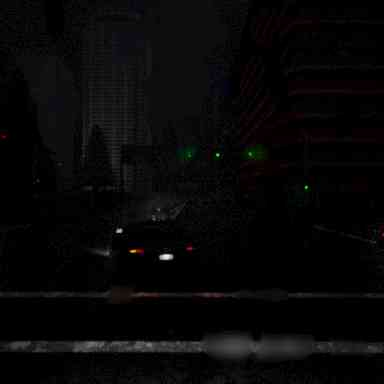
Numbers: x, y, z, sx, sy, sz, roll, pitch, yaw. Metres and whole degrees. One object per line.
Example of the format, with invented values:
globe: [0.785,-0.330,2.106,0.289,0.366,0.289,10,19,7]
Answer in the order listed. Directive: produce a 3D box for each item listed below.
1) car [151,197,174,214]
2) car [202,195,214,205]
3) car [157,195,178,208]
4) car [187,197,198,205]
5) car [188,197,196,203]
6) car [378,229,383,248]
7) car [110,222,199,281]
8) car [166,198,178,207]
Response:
car: [-3.603,1.673,38.513,2.128,1.511,4.902,0,0,0]
car: [3.486,1.820,68.352,1.837,1.490,4.892,0,0,0]
car: [-3.580,1.580,48.438,2.097,1.767,4.553,0,0,0]
car: [0.087,1.867,64.585,1.994,1.385,4.181,0,0,0]
car: [-0.016,1.871,78.882,1.837,1.490,4.892,0,0,0]
car: [9.382,1.562,11.844,5.357,1.411,2.033,-1,0,-15]
car: [-1.299,1.594,10.152,1.994,1.385,4.181,0,0,-19]
car: [-3.512,1.800,58.416,1.812,1.442,4.674,0,0,0]
